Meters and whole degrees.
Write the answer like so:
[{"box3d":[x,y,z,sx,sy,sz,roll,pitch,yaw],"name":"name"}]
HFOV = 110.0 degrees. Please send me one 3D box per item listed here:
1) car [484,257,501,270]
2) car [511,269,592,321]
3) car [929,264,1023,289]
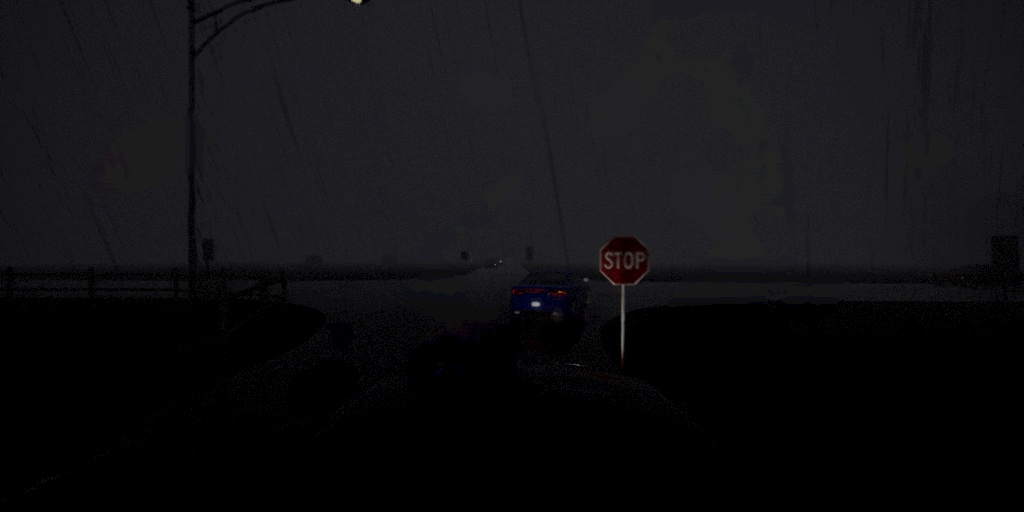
[{"box3d":[-2.865,1.107,50.540,1.837,1.490,4.892,0,0,0],"name":"car"},{"box3d":[1.528,1.192,12.481,1.882,1.535,5.008,0,0,20],"name":"car"},{"box3d":[30.204,1.276,23.211,5.008,1.535,1.882,0,1,0],"name":"car"}]
